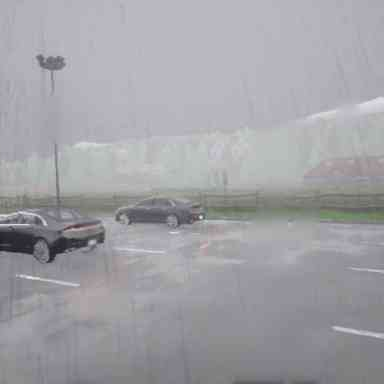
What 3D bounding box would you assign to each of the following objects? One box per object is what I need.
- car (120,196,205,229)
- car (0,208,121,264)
[{"bbox_3d":[-1.713,0.962,16.921,4.892,1.490,1.837,0,3,28],"label":"car"},{"bbox_3d":[-5.024,1.277,10.763,4.902,1.511,2.128,-1,2,28],"label":"car"}]
